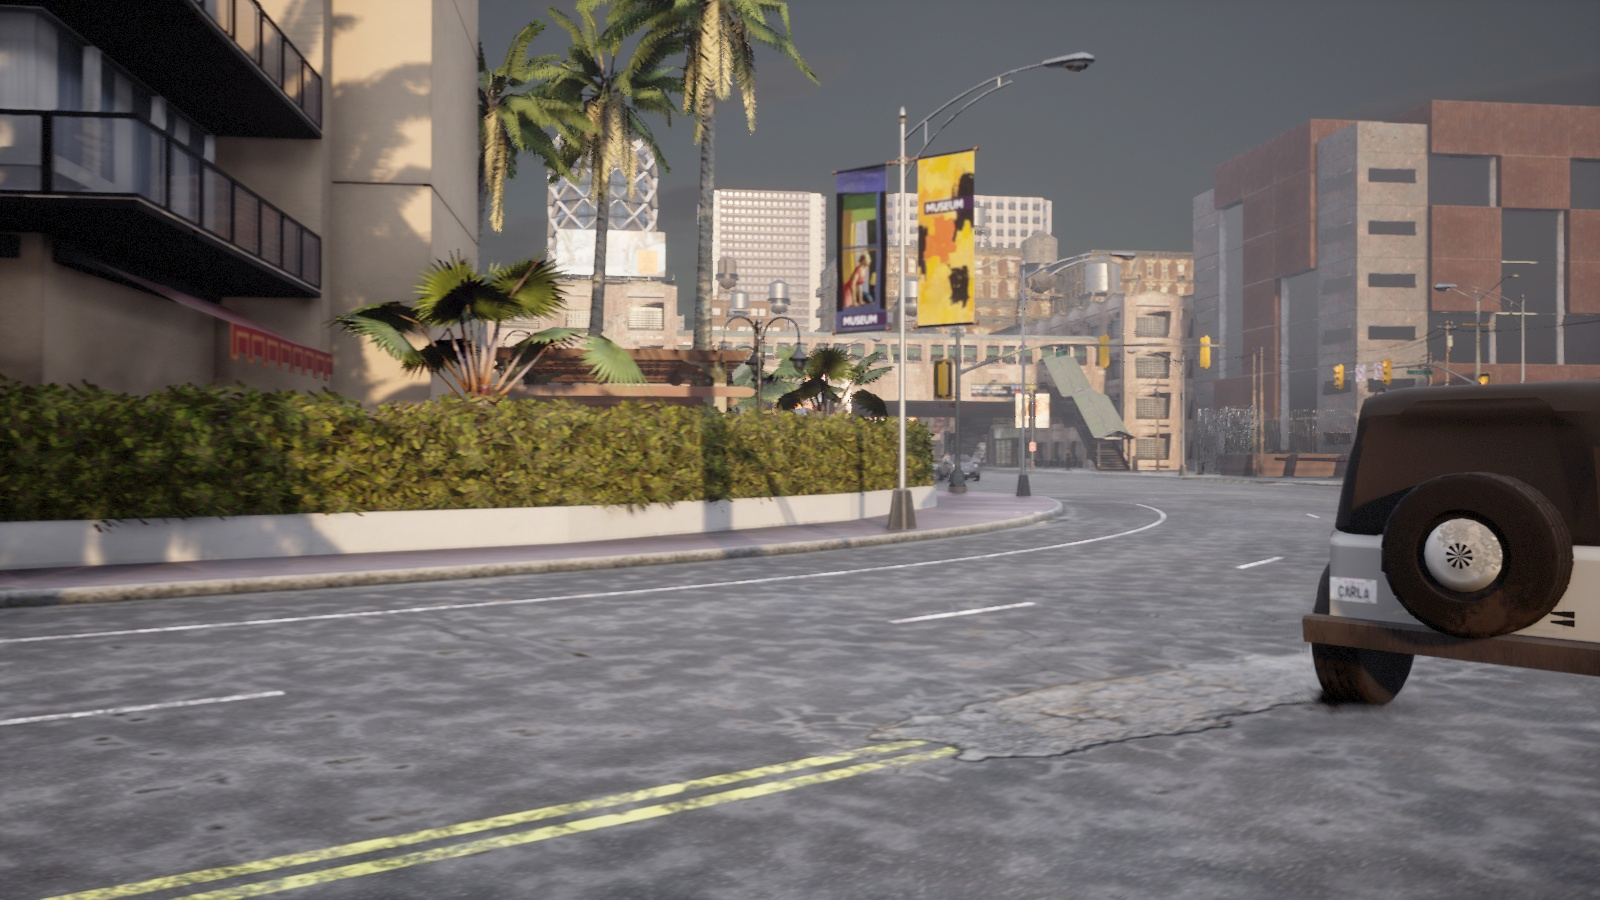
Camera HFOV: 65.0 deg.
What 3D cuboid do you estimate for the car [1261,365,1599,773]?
[{"bbox_3d":[4.661,0.551,7.609,3.866,1.878,1.905,0,0,-42],"label":"car"}]

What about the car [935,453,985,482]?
[{"bbox_3d":[8.665,0.927,68.251,1.845,1.501,3.633,0,0,-7],"label":"car"}]

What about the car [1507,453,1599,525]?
[{"bbox_3d":[17.007,0.795,27.536,1.816,1.474,4.193,0,0,18],"label":"car"}]
